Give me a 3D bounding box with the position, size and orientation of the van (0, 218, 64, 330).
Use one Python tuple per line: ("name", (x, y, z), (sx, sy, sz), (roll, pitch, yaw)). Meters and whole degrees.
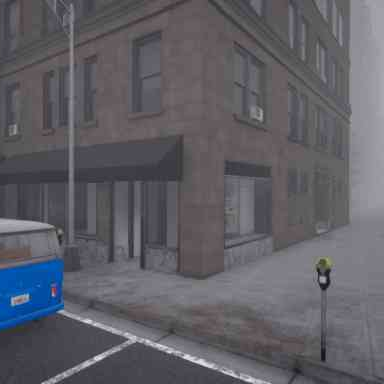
("van", (-4.024, 1.340, 5.949), (3.998, 1.788, 1.690), (0, 0, 36))
